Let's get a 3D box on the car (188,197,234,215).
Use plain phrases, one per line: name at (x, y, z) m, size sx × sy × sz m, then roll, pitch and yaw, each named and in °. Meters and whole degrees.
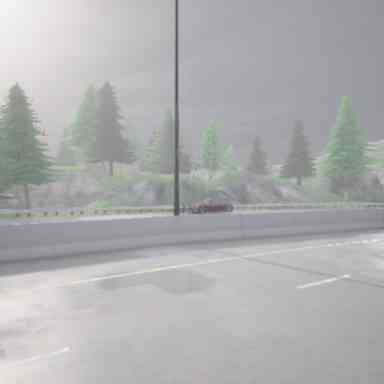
car at (1.903, 1.320, 33.523) m, size 4.553 × 1.767 × 2.097 m, roll 0°, pitch 0°, yaw -25°
